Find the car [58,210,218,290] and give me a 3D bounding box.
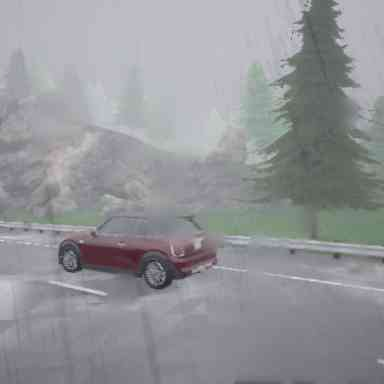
[{"bbox_3d":[-1.639,1.344,9.272,4.553,1.767,2.097,0,0,33],"label":"car"}]
